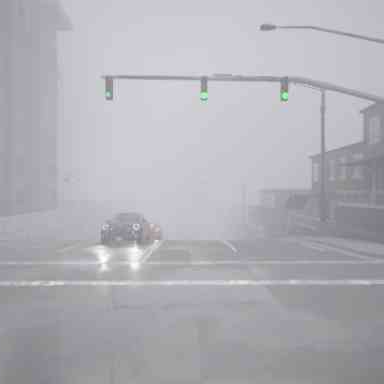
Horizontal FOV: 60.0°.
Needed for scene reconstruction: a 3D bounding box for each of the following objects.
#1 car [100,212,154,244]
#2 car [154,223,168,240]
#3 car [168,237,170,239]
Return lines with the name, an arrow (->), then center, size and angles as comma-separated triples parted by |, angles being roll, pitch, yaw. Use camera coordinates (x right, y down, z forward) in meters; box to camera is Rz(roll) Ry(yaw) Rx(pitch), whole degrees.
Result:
car -> -3.585, 1.896, 18.630 | 2.097, 1.767, 4.553 | 0, -4, 0
car -> -3.575, 3.413, 28.700 | 2.097, 1.767, 4.553 | 0, -12, 0
car -> -3.565, 5.732, 38.843 | 1.882, 1.535, 5.008 | 0, -12, 0
